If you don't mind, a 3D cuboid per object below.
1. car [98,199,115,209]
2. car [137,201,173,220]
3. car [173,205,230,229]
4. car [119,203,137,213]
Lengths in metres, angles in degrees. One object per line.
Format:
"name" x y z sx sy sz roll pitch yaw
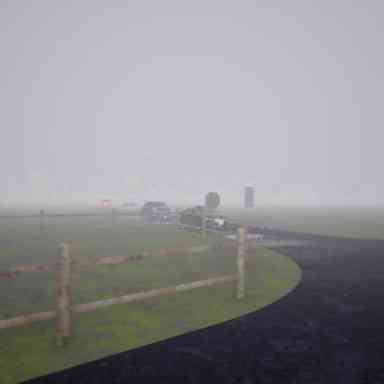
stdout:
"car" -14.045 1.931 54.788 2.097 1.767 4.553 1 -1 -25
"car" -3.292 1.645 31.428 2.097 1.767 4.553 1 -1 -25
"car" 0.763 1.688 22.692 2.128 1.511 4.902 1 -1 -25
"car" -7.446 1.992 40.361 1.895 1.301 4.718 1 -1 -25
